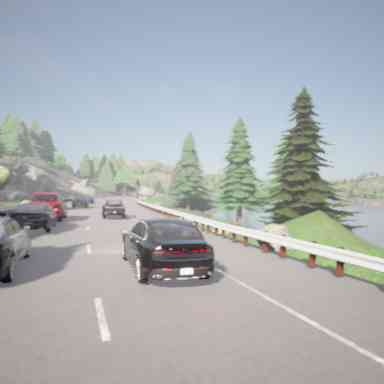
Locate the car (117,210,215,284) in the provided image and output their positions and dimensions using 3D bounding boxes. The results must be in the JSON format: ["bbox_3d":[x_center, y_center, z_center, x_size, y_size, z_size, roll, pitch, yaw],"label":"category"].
[{"bbox_3d":[-0.899,1.510,9.703,1.837,1.490,4.892,1,0,-19],"label":"car"}]

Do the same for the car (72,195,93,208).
[{"bbox_3d":[-14.240,1.286,42.693,2.128,1.511,4.902,1,0,-14],"label":"car"}]

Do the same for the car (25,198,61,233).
[{"bbox_3d":[-8.708,1.334,18.544,1.882,1.535,5.008,1,0,-17],"label":"car"}]

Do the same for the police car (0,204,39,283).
[{"bbox_3d":[-5.672,1.324,9.153,1.930,1.638,5.238,1,0,-19],"label":"police car"}]

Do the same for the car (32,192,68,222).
[{"bbox_3d":[-10.418,1.058,24.313,2.150,2.045,5.566,1,0,-16],"label":"car"}]

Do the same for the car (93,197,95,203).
[{"bbox_3d":[-17.745,1.231,56.825,1.882,1.535,5.008,1,0,-12],"label":"car"}]

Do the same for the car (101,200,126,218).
[{"bbox_3d":[-6.817,1.414,28.822,2.128,1.511,4.902,1,0,-16],"label":"car"}]
